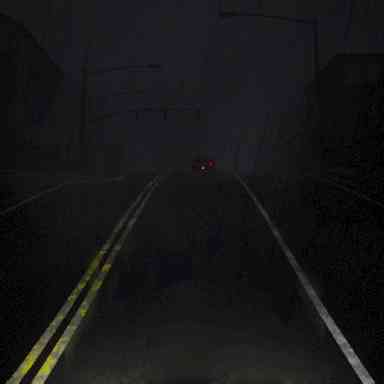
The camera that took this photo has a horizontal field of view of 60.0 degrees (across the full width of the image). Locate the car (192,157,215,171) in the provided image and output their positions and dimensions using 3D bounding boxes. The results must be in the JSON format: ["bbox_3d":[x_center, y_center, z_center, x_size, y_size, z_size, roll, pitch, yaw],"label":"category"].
[{"bbox_3d":[0.997,-2.315,28.924,1.895,1.301,4.718,0,2,3],"label":"car"}]
